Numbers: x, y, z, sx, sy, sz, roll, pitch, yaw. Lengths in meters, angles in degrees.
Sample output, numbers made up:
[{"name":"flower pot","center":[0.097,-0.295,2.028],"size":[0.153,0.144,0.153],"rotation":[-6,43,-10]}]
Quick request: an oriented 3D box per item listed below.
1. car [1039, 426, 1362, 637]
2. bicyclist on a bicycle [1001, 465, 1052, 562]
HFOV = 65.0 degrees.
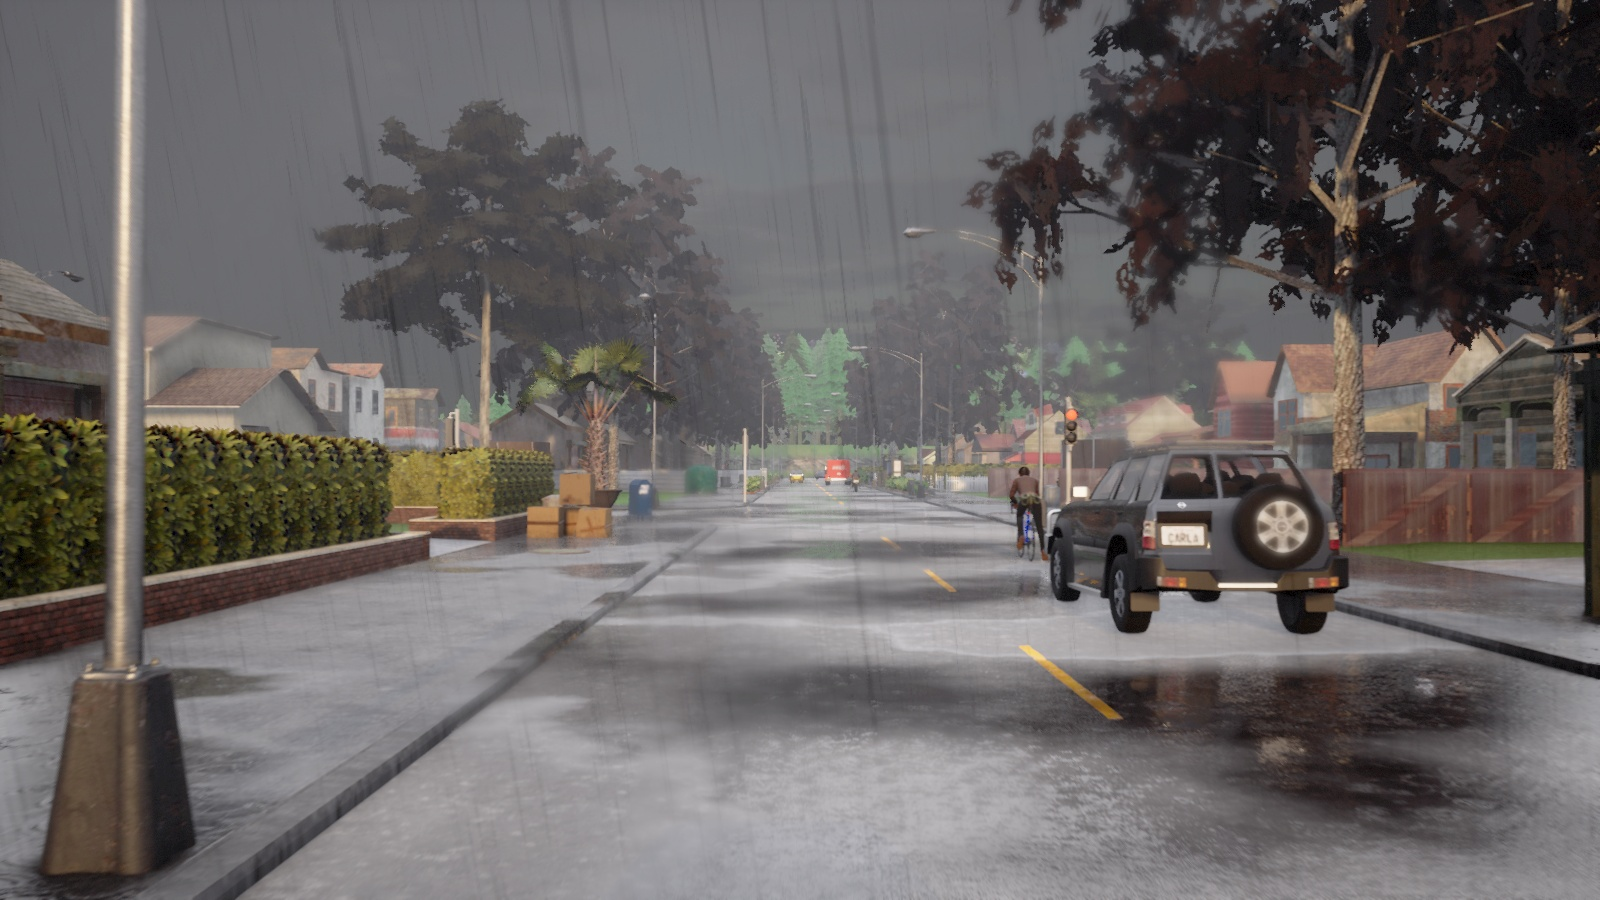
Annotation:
[{"name":"car","center":[3.967,0.810,13.377],"size":[1.932,1.855,4.605],"rotation":[0,-2,0]},{"name":"bicyclist on a bicycle","center":[3.945,1.083,21.970],"size":[0.582,1.620,1.656],"rotation":[0,-1,0]}]
